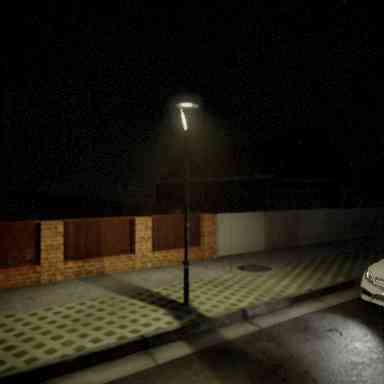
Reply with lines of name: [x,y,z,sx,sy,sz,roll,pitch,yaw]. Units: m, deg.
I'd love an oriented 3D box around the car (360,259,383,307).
car: [5.390,1.556,6.857,4.674,1.442,1.812,0,0,-35]
